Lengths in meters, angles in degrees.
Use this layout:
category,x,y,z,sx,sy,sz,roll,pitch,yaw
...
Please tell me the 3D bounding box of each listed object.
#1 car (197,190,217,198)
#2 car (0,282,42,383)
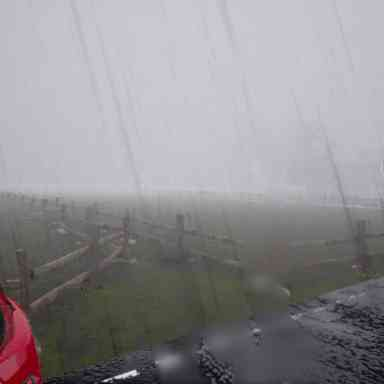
category,x,y,z,sx,sy,sz,roll,pitch,yaw
car,2.894,0.406,65.404,1.837,1.490,4.892,1,1,-35
car,-3.294,1.219,0.719,5.566,2.045,2.150,0,0,-36
